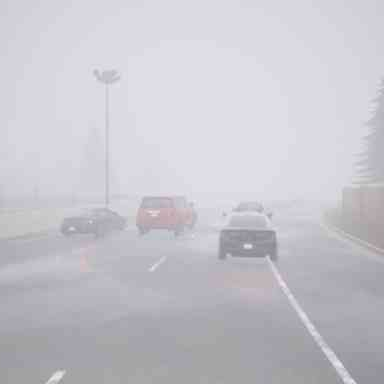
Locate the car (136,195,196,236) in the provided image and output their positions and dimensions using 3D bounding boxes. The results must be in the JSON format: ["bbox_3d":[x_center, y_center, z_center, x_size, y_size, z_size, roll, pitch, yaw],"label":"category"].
[{"bbox_3d":[-1.260,1.195,18.443,2.150,2.045,5.566,0,0,12],"label":"car"}]

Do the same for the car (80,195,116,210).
[{"bbox_3d":[-11.930,1.289,42.547,2.097,1.767,4.553,0,0,24],"label":"car"}]

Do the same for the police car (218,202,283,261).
[{"bbox_3d":[2.057,1.408,12.449,1.930,1.638,5.238,0,0,9],"label":"police car"}]

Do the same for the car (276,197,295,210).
[{"bbox_3d":[11.057,1.508,41.981,1.994,1.385,4.181,0,0,32],"label":"car"}]

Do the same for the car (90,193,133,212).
[{"bbox_3d":[-9.436,1.167,39.570,2.150,2.045,5.566,0,0,22],"label":"car"}]

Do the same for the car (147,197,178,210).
[{"bbox_3d":[-3.802,1.442,43.565,1.837,1.490,4.892,0,0,26],"label":"car"}]

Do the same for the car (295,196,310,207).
[{"bbox_3d":[16.559,1.437,50.942,1.837,1.490,4.892,0,0,38],"label":"car"}]

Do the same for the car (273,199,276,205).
[{"bbox_3d":[5.284,1.420,26.029,1.801,1.575,5.366,0,0,18],"label":"car"}]

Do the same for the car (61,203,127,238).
[{"bbox_3d":[-5.004,1.500,17.396,1.812,1.442,4.674,0,0,11],"label":"car"}]

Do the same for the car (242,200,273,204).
[{"bbox_3d":[3.773,1.323,20.814,2.097,1.767,4.553,0,0,14],"label":"car"}]
